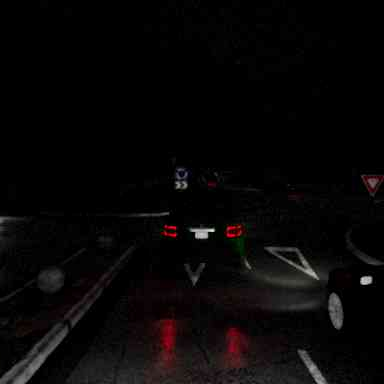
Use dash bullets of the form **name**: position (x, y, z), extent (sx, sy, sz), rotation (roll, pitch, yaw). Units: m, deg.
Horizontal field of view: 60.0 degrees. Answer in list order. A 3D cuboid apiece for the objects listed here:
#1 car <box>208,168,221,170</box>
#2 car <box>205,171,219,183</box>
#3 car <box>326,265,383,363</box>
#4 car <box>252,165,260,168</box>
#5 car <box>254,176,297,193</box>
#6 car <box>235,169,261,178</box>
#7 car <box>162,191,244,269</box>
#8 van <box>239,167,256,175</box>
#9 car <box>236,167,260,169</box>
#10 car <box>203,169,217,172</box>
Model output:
- **car**: position (5.356, -4.424, 80.419), extent (1.882, 1.535, 5.008), rotation (1, 6, 9)
- **car**: position (3.459, -2.516, 60.323), extent (1.837, 1.490, 4.892), rotation (0, 5, 1)
- **car**: position (3.142, 1.451, 3.559), extent (1.882, 1.535, 5.008), rotation (0, 1, 0)
- **car**: position (13.728, -4.960, 83.161), extent (5.566, 2.045, 2.435), rotation (1, 6, 9)
- **car**: position (9.768, -0.710, 38.218), extent (2.128, 1.511, 4.902), rotation (-2, 5, -29)
- **car**: position (12.384, -3.935, 75.074), extent (4.892, 1.521, 2.231), rotation (1, 5, 9)
- **car**: position (0.441, 0.976, 10.629), extent (2.150, 2.045, 5.566), rotation (0, 3, 4)
- **van**: position (15.219, -5.707, 91.040), extent (4.442, 1.987, 1.878), rotation (1, 6, 11)
- **car**: position (12.860, -4.317, 77.764), extent (4.553, 1.767, 2.185), rotation (1, 5, 9)
- **car**: position (3.882, -3.486, 70.509), extent (1.882, 1.535, 5.008), rotation (1, 5, 9)
